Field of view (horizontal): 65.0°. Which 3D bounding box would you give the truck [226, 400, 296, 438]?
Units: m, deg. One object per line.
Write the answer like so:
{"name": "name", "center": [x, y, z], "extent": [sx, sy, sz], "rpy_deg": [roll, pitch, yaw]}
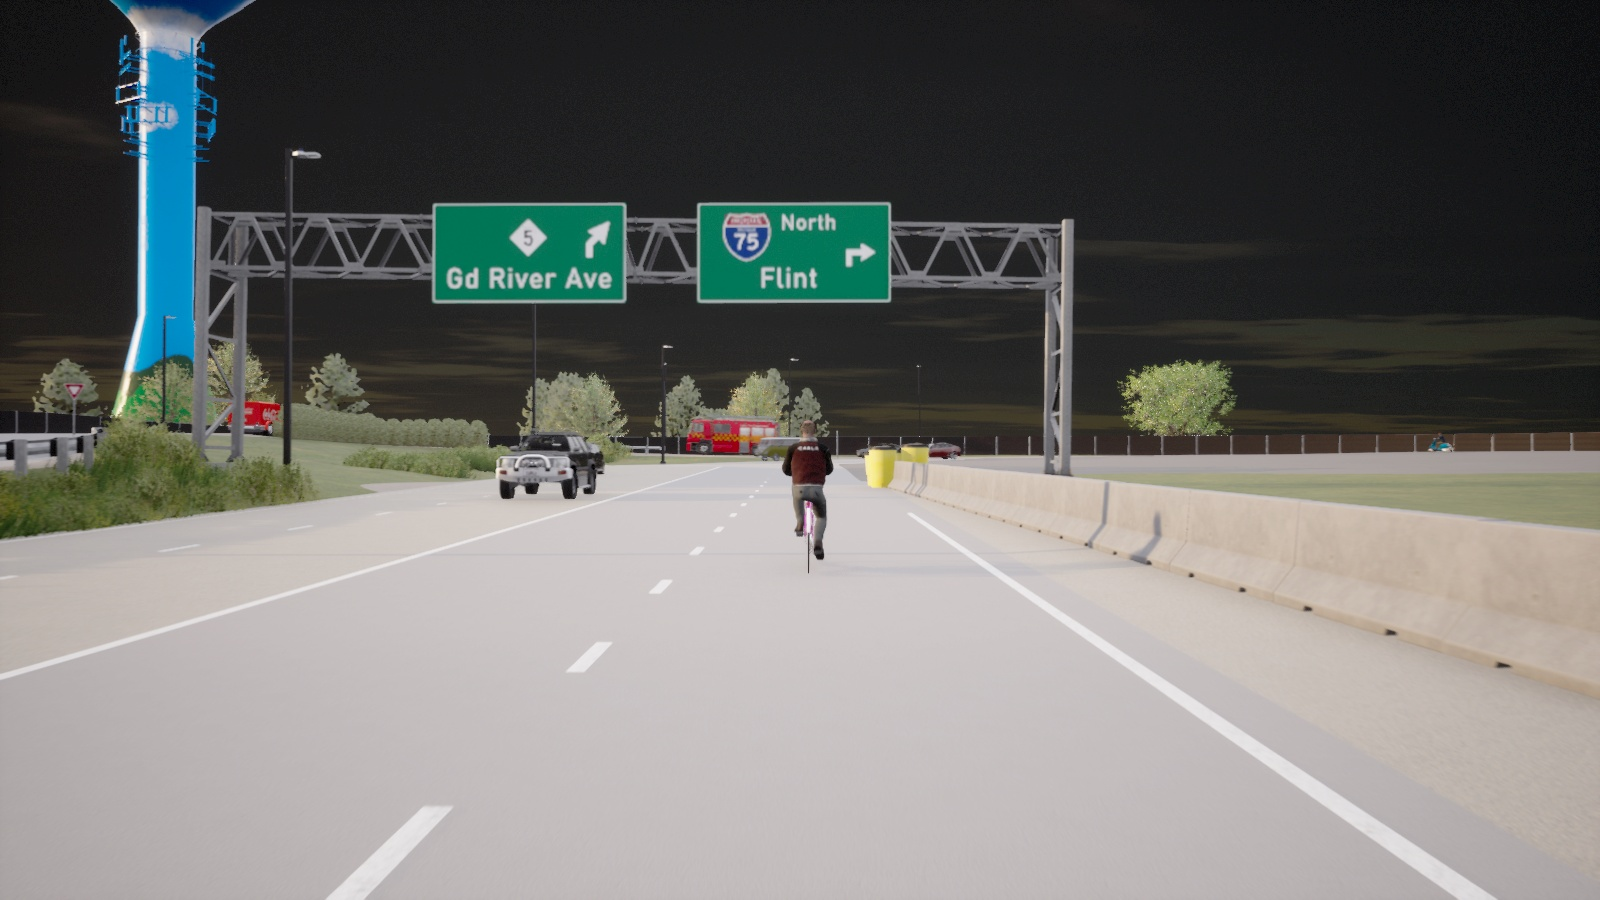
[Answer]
{"name": "truck", "center": [-39.009, -2.201, 90.993], "extent": [2.627, 2.467, 5.204], "rpy_deg": [0, -2, 3]}

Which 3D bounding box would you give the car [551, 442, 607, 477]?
{"name": "car", "center": [-9.790, 0.402, 55.899], "extent": [1.845, 1.501, 3.633], "rpy_deg": [0, 0, 0]}

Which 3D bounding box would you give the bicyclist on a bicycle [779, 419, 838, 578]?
{"name": "bicyclist on a bicycle", "center": [0.101, 0.533, 14.978], "extent": [0.659, 1.776, 1.843], "rpy_deg": [0, 1, 0]}

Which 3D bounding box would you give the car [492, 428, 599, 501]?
{"name": "car", "center": [-6.789, 0.350, 33.970], "extent": [1.932, 1.855, 4.605], "rpy_deg": [0, 0, 0]}
